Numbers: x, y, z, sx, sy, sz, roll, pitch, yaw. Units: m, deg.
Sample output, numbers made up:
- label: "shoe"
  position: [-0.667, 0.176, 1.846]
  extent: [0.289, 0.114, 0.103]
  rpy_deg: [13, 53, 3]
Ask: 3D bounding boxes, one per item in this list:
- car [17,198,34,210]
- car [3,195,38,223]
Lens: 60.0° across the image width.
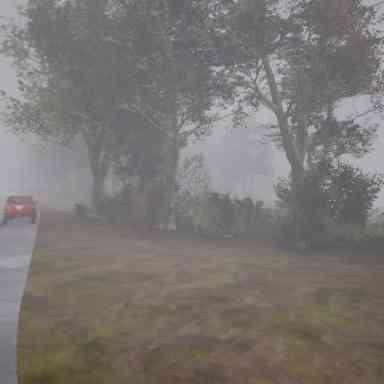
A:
- label: "car"
  position: [-21.321, 1.514, 42.626]
  extent: [1.895, 1.301, 4.718]
  rpy_deg: [0, 1, -27]
- label: "car"
  position: [-13.720, 1.290, 26.732]
  extent: [2.150, 2.045, 5.566]
  rpy_deg: [0, 0, -24]
